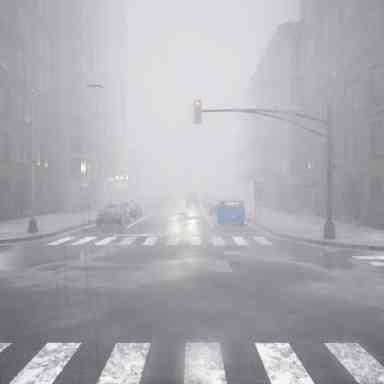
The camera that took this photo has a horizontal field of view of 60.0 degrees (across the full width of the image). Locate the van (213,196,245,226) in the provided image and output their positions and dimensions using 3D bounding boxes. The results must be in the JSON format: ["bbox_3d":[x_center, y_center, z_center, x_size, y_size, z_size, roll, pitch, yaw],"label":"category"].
[{"bbox_3d":[2.636,1.340,23.164,1.690,1.788,3.998,0,0,0],"label":"van"}]

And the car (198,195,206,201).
[{"bbox_3d":[2.636,1.530,85.658,1.947,1.339,4.313,0,0,0],"label":"car"}]

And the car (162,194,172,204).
[{"bbox_3d":[-5.389,1.547,62.928,1.947,1.339,4.313,0,0,0],"label":"car"}]

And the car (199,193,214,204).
[{"bbox_3d":[2.637,1.305,51.571,2.192,1.841,5.009,0,0,0],"label":"car"}]

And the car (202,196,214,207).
[{"bbox_3d":[2.637,1.576,45.889,1.802,1.307,4.206,0,0,0],"label":"car"}]

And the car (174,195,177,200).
[{"bbox_3d":[-5.389,1.409,79.973,1.967,1.590,4.097,0,0,0],"label":"car"}]

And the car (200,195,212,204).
[{"bbox_3d":[2.636,1.422,62.933,1.967,1.590,4.097,0,0,0],"label":"car"}]

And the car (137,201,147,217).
[{"bbox_3d":[-5.389,1.543,28.837,1.887,1.381,4.507,0,0,0],"label":"car"}]

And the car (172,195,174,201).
[{"bbox_3d":[-5.389,1.292,68.610,2.192,1.841,5.009,0,0,0],"label":"car"}]

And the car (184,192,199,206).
[{"bbox_3d":[0.103,1.208,56.480,2.150,2.045,5.566,0,0,0],"label":"car"}]

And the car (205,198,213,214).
[{"bbox_3d":[2.637,1.580,34.526,1.802,1.307,4.206,0,0,0],"label":"car"}]

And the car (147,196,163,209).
[{"bbox_3d":[-5.389,1.519,45.713,1.752,1.417,4.829,0,0,0],"label":"car"}]

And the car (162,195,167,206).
[{"bbox_3d":[-5.388,1.556,51.565,1.947,1.339,4.313,0,0,0],"label":"car"}]

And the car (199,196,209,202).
[{"bbox_3d":[2.636,1.524,74.295,2.008,1.369,4.403,0,0,0],"label":"car"}]

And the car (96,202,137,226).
[{"bbox_3d":[-5.389,1.549,23.155,2.008,1.369,4.403,0,0,0],"label":"car"}]
